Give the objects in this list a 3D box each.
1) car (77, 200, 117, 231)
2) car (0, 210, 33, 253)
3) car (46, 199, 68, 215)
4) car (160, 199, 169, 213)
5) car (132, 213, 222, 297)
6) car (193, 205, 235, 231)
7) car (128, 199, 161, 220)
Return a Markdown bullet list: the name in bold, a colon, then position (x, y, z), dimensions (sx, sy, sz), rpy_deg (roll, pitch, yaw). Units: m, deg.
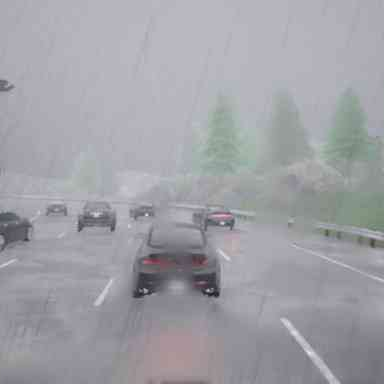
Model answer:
- **car**: position (-5.798, 1.336, 20.656), dimensions (2.097, 1.767, 4.553), rpy_deg (1, 0, -13)
- **car**: position (-7.925, 1.447, 13.242), dimensions (1.837, 1.490, 4.892), rpy_deg (1, 0, -7)
- **car**: position (-13.163, 1.455, 32.456), dimensions (1.812, 1.442, 4.674), rpy_deg (1, 0, -22)
- **car**: position (-4.033, 1.536, 37.660), dimensions (2.128, 1.511, 4.902), rpy_deg (1, 0, -23)
- **car**: position (-0.435, 1.521, 8.614), dimensions (1.837, 1.490, 4.892), rpy_deg (1, 0, -4)
- **car**: position (1.236, 1.556, 21.187), dimensions (2.128, 1.511, 4.902), rpy_deg (1, 0, -12)
- **car**: position (-4.248, 1.525, 28.293), dimensions (1.837, 1.490, 4.892), rpy_deg (1, 0, -17)
